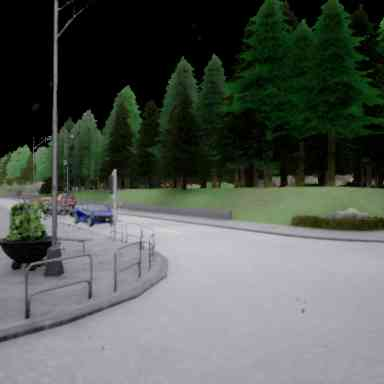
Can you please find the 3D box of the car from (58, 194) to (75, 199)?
[{"bbox_3d":[-17.731,1.310,45.991,2.150,2.045,5.566,1,0,-35],"label":"car"}]

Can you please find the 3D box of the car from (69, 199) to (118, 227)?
[{"bbox_3d":[-6.928,1.536,23.683,1.882,1.535,5.008,1,0,-35],"label":"car"}]

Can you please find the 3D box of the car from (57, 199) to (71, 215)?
[{"bbox_3d":[-12.715,1.623,31.812,1.994,1.385,4.181,1,0,-35],"label":"car"}]
